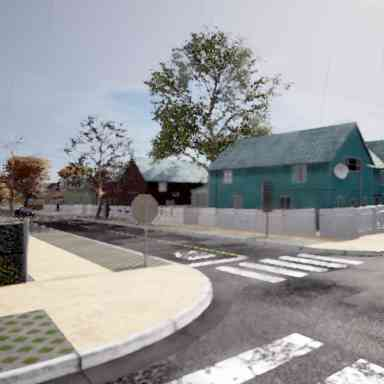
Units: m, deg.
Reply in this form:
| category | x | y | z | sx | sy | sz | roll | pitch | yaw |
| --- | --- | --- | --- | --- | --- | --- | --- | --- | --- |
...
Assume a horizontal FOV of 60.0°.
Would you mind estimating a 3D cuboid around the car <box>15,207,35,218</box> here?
| category | x | y | z | sx | sy | sz | roll | pitch | yaw |
| --- | --- | --- | --- | --- | --- | --- | --- | --- | --- |
| car | -22.357 | 2.748 | 44.491 | 1.994 | 1.385 | 4.181 | 1 | -2 | -36 |
